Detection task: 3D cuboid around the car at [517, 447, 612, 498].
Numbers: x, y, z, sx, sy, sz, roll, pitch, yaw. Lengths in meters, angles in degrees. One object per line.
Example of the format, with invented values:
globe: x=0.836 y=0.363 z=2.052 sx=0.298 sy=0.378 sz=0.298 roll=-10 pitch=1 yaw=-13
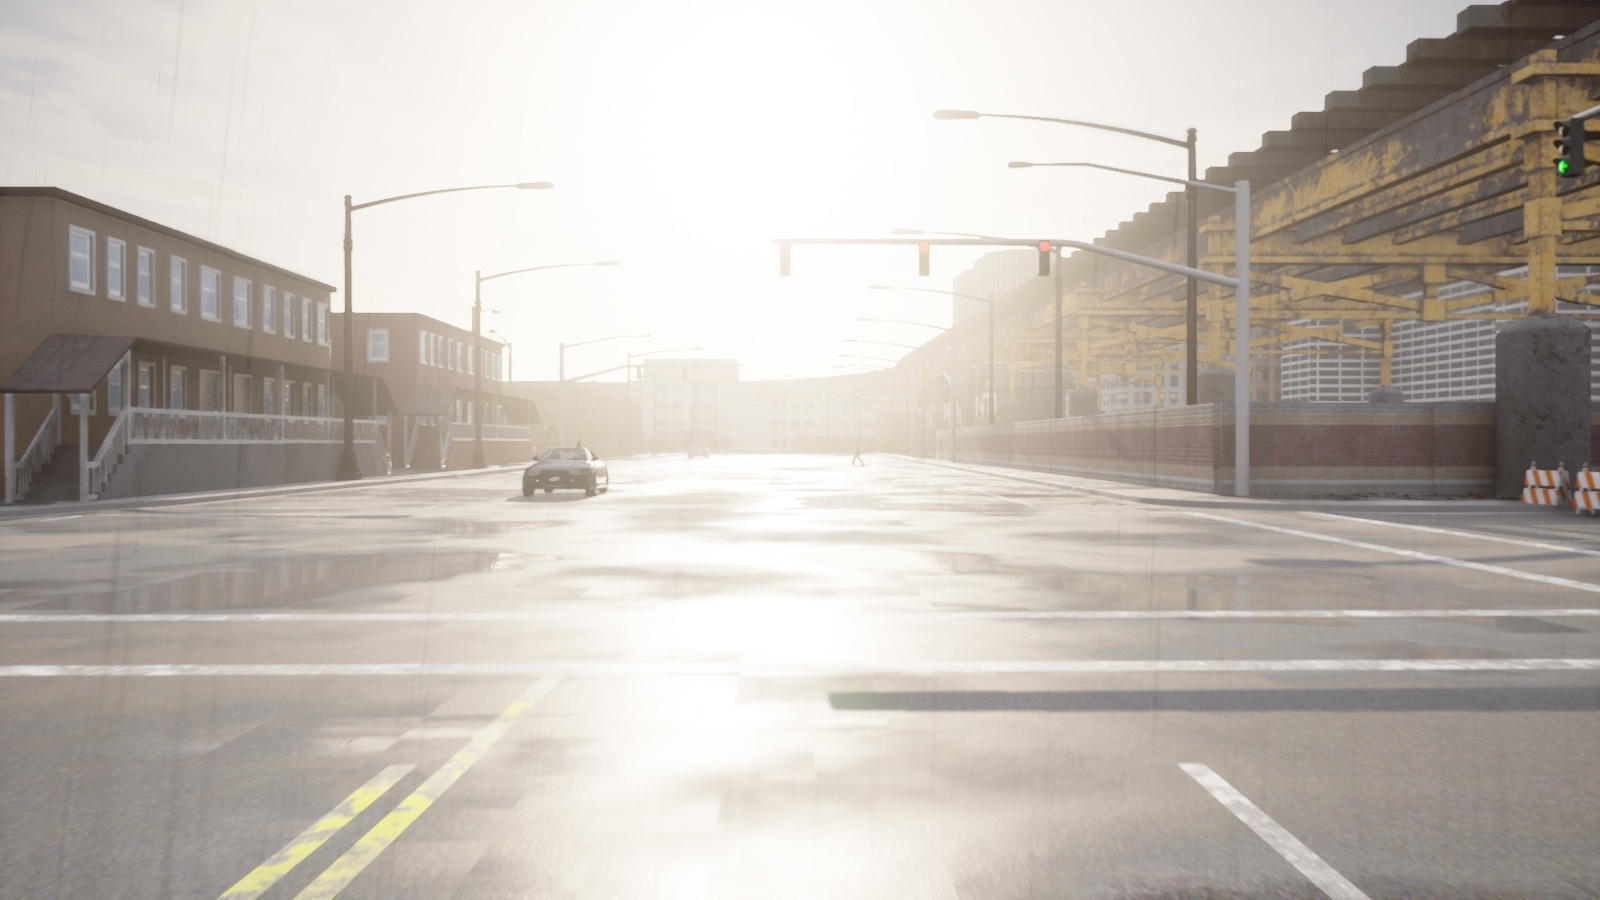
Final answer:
car: x=-6.778 y=0.599 z=36.530 sx=1.994 sy=1.385 sz=4.181 roll=0 pitch=0 yaw=0
